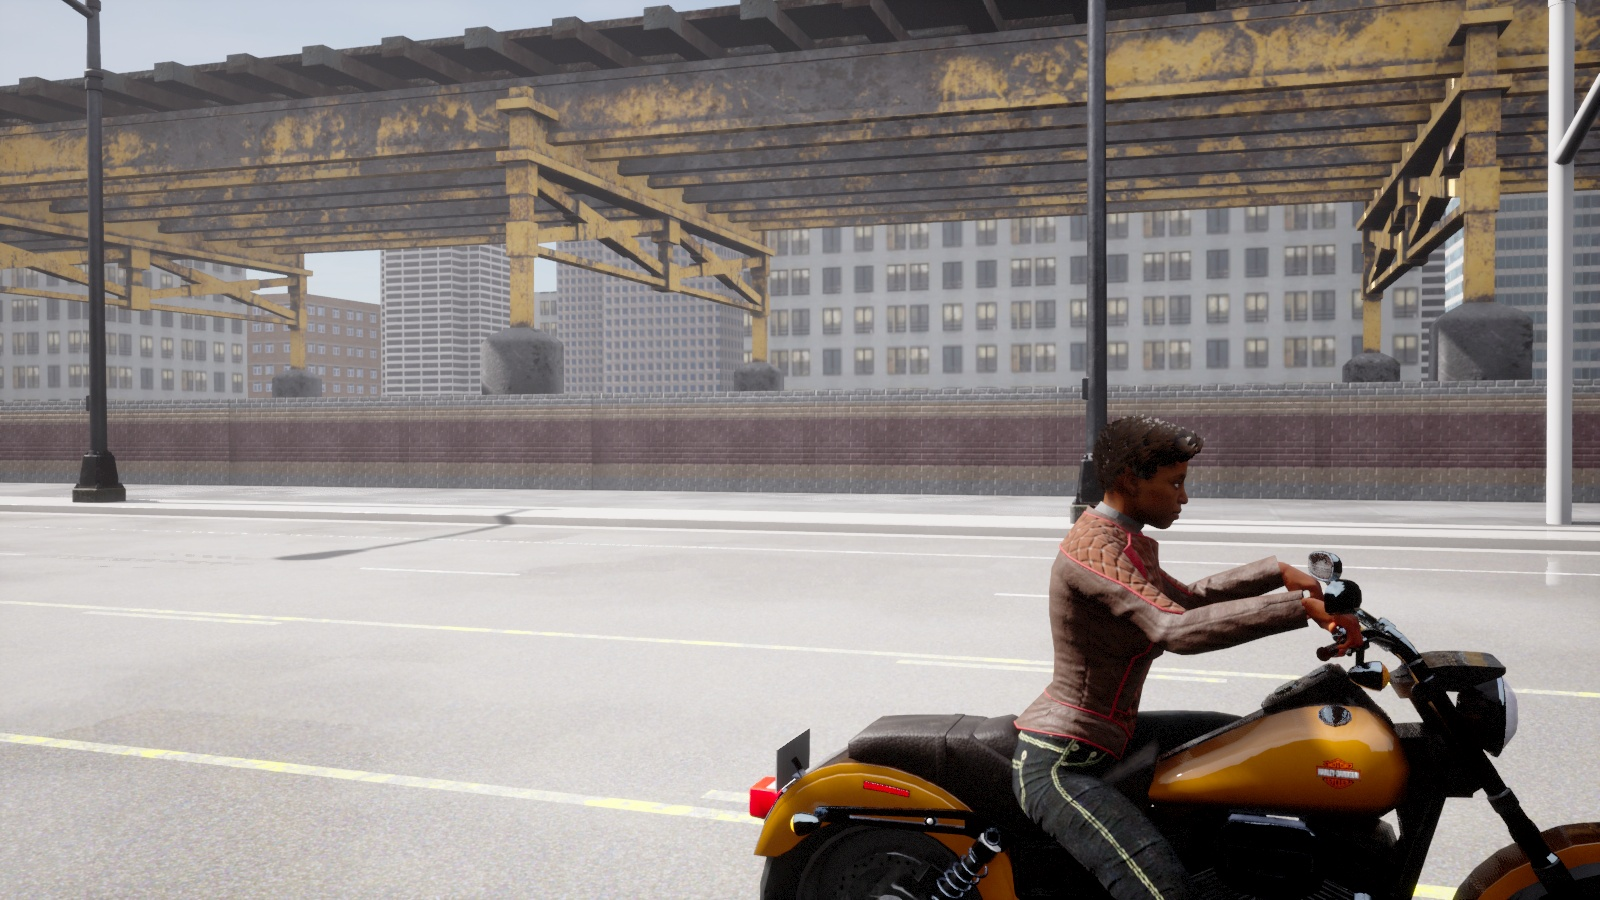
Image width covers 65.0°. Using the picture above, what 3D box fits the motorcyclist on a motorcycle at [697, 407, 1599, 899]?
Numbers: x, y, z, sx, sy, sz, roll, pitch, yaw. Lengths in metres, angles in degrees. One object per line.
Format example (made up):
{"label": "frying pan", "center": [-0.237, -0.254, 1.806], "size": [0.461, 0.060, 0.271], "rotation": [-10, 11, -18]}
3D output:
{"label": "motorcyclist on a motorcycle", "center": [0.997, 0.734, 2.890], "size": [2.350, 1.649, 0.766], "rotation": [1, 1, 20]}
